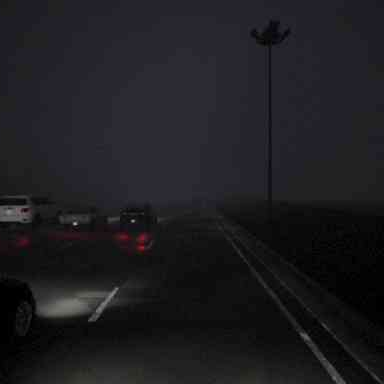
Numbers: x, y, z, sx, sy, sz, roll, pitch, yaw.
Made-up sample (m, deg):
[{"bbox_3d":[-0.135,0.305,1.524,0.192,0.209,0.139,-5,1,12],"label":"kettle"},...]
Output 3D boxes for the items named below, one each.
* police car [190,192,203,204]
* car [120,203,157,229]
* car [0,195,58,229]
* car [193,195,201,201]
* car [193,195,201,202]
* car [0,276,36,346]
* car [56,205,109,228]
[{"bbox_3d":[1.067,1.388,63.985,1.930,1.638,5.238,0,0,0],"label":"police car"},{"bbox_3d":[-3.393,1.479,21.635,2.128,1.511,4.902,0,0,0],"label":"car"},{"bbox_3d":[-10.394,1.209,21.667,2.150,2.045,5.566,0,0,0],"label":"car"},{"bbox_3d":[1.071,1.460,79.875,1.837,1.490,4.892,0,0,0],"label":"car"},{"bbox_3d":[1.070,1.413,74.066,1.801,1.575,5.366,0,0,0],"label":"car"},{"bbox_3d":[-3.398,1.524,3.372,1.812,1.442,4.674,0,0,0],"label":"car"},{"bbox_3d":[-6.894,1.588,21.845,1.895,1.301,4.718,0,0,0],"label":"car"}]
